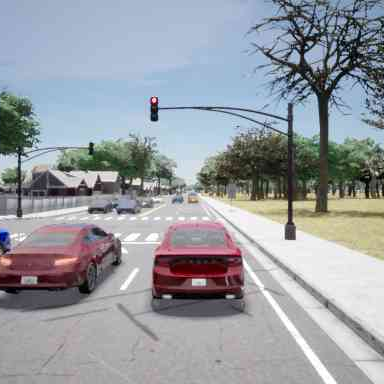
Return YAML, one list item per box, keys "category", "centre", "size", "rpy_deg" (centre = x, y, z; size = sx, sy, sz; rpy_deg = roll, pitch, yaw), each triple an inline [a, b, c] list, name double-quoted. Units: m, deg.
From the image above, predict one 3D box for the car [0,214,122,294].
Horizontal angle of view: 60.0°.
- category: "car"
  centre: [-3.127, 1.525, 8.682]
  size: [1.812, 1.442, 4.674]
  rpy_deg: [0, 0, 0]

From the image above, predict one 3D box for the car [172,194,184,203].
- category: "car"
  centre: [-2.969, 1.499, 66.306]
  size: [1.812, 1.442, 4.674]
  rpy_deg: [0, 0, 0]

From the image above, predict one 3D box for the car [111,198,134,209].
- category: "car"
  centre: [-9.721, 1.537, 46.745]
  size: [2.033, 1.411, 5.357]
  rpy_deg: [0, 0, 0]

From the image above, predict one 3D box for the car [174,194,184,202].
- category: "car"
  centre: [-3.044, 1.320, 76.271]
  size: [2.097, 1.767, 4.553]
  rpy_deg: [0, 0, 0]

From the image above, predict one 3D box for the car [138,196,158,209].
- category: "car"
  centre: [-6.479, 1.479, 46.560]
  size: [2.128, 1.511, 4.902]
  rpy_deg: [0, 0, 0]

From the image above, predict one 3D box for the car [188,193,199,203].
- category: "car"
  centre: [0.276, 1.451, 65.897]
  size: [1.882, 1.535, 5.008]
  rpy_deg: [0, 0, 0]

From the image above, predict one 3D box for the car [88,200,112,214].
- category: "car"
  centre: [-9.786, 1.541, 36.146]
  size: [2.033, 1.411, 5.357]
  rpy_deg: [0, 0, -3]

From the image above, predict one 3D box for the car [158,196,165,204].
- category: "car"
  centre: [-6.375, 1.501, 63.548]
  size: [1.812, 1.442, 4.674]
  rpy_deg: [0, 0, 1]

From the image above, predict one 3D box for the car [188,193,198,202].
- category: "car"
  centre: [0.206, 1.190, 76.298]
  size: [2.150, 2.045, 5.566]
  rpy_deg: [0, 0, 0]

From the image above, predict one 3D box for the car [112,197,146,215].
- category: "car"
  centre: [-6.504, 1.542, 34.814]
  size: [2.033, 1.411, 5.357]
  rpy_deg: [0, 0, 0]

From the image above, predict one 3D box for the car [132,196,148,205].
- category: "car"
  centre: [-9.635, 1.525, 62.034]
  size: [2.033, 1.411, 5.357]
  rpy_deg: [0, 0, 1]

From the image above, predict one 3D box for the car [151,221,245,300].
- category: "car"
  centre: [0.120, 1.477, 8.470]
  size: [1.882, 1.535, 5.008]
  rpy_deg: [0, 0, 0]
